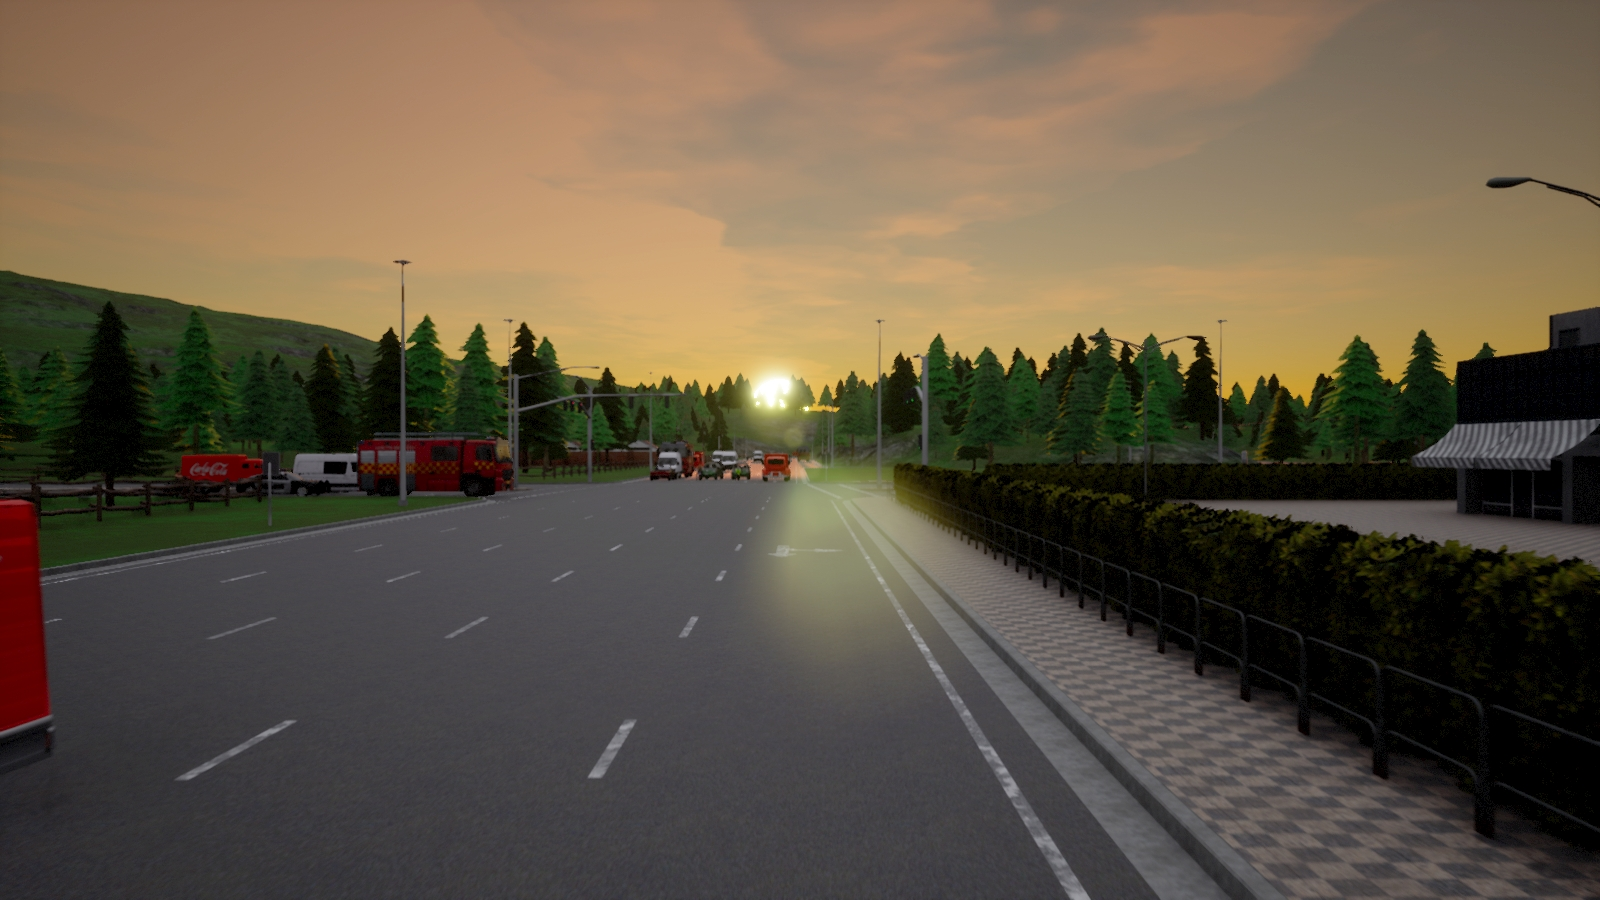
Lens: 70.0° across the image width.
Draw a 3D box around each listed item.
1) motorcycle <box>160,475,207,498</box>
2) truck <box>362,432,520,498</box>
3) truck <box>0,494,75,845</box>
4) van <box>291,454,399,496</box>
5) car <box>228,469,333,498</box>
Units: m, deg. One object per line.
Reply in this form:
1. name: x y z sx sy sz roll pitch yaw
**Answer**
1. motorcycle: -36.377 2.137 67.411 2.356 1.307 0.764 0 0 -1
2. truck: -21.183 0.874 67.697 8.468 3.827 2.891 0 0 1
3. truck: -7.003 1.568 6.367 2.627 2.467 5.204 0 0 0
4. van: -28.246 1.517 71.026 5.915 2.561 1.988 0 0 -1
5. car: -30.635 1.965 67.424 5.238 1.638 2.097 0 0 0
